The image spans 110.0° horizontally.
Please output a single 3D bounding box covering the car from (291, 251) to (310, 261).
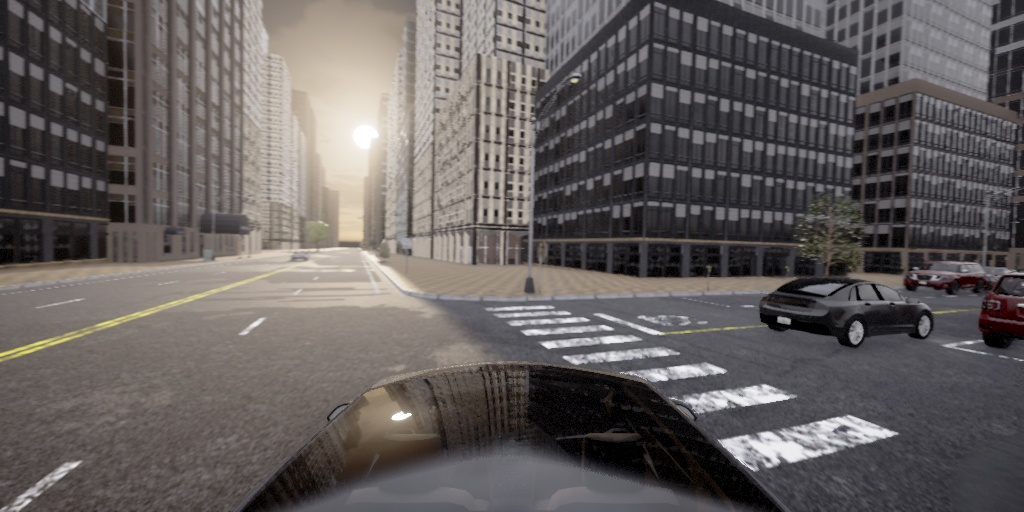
[{"bbox_3d":[-29.332,-0.013,49.745,1.895,1.301,4.718,1,1,-23],"label":"car"}]

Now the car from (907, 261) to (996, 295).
[{"bbox_3d":[25.913,1.245,21.467,5.009,1.841,2.192,0,0,-20],"label":"car"}]

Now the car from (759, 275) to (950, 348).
[{"bbox_3d":[8.809,1.340,9.451,4.892,1.490,1.837,1,2,-20],"label":"car"}]

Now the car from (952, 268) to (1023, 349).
[{"bbox_3d":[13.044,1.295,8.193,5.009,1.841,2.192,0,0,-20],"label":"car"}]
